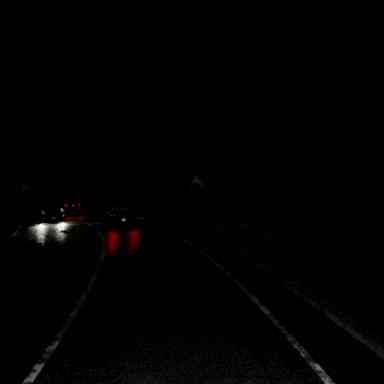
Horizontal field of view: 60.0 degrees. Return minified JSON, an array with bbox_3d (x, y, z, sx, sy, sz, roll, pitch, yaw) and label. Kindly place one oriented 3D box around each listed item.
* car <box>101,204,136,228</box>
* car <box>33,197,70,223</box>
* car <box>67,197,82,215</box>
[{"bbox_3d":[-5.132,1.589,22.916,1.812,1.442,4.674,-2,0,-22],"label":"car"},{"bbox_3d":[-12.622,1.684,29.210,2.097,1.767,4.553,-5,1,-33],"label":"car"},{"bbox_3d":[-14.653,1.618,38.352,2.150,2.045,5.566,-3,1,-40],"label":"car"}]
